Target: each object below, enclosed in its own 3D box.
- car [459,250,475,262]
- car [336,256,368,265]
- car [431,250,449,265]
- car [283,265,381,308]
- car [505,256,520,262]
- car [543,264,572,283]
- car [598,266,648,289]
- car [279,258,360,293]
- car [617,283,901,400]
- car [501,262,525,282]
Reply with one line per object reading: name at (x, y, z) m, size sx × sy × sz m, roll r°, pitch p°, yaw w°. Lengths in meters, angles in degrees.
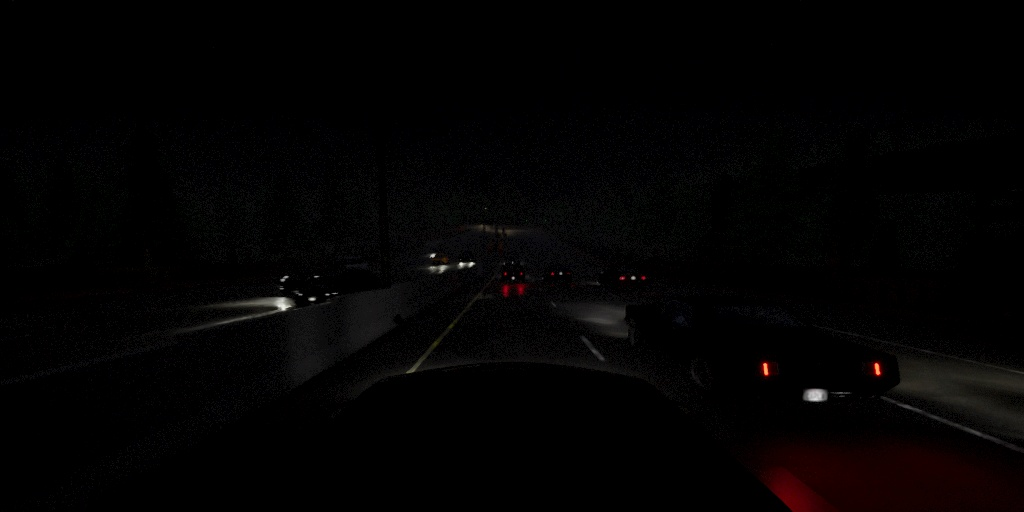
car at (-7.060, -0.105, 56.921) m, size 2.097 × 1.767 × 4.553 m, roll 0°, pitch 6°, yaw 0°
car at (-14.096, 1.042, 30.524) m, size 2.150 × 2.045 × 5.566 m, roll 0°, pitch 0°, yaw 0°
car at (-10.572, 0.414, 52.645) m, size 1.882 × 1.535 × 5.008 m, roll 0°, pitch 5°, yaw 0°
car at (-7.100, 1.288, 15.167) m, size 1.837 × 1.490 × 4.892 m, roll 0°, pitch 0°, yaw 0°
car at (0.093, 0.695, 50.113) m, size 1.994 × 1.385 × 4.181 m, roll 0°, pitch 4°, yaw 0°
car at (3.596, 1.363, 28.934) m, size 2.033 × 1.411 × 5.357 m, roll 0°, pitch 0°, yaw 0°
car at (7.097, 1.349, 23.475) m, size 2.033 × 1.411 × 5.357 m, roll 0°, pitch 0°, yaw 0°
car at (-10.600, 1.146, 19.836) m, size 2.097 × 1.767 × 4.553 m, roll 0°, pitch 0°, yaw 0°
car at (3.599, 1.362, 6.470) m, size 1.895 × 1.301 × 4.718 m, roll 0°, pitch 0°, yaw 0°
car at (0.096, 1.418, 30.026) m, size 1.895 × 1.301 × 4.718 m, roll 0°, pitch 0°, yaw 0°
